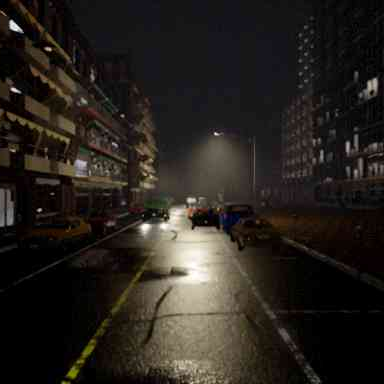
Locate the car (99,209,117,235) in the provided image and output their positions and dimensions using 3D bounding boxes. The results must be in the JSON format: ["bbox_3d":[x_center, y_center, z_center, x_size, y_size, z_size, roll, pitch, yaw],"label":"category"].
[{"bbox_3d":[-5.716,1.751,20.068,1.887,1.381,4.507,0,-1,0],"label":"car"}]

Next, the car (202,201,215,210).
[{"bbox_3d":[2.628,2.150,53.234,1.802,1.307,4.206,0,-1,0],"label":"car"}]

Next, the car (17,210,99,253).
[{"bbox_3d":[-5.710,1.673,14.373,1.752,1.417,4.829,0,-1,0],"label":"car"}]

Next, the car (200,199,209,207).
[{"bbox_3d":[2.611,2.285,69.983,1.752,1.417,4.829,0,-1,0],"label":"car"}]

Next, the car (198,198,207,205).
[{"bbox_3d":[2.599,2.328,80.867,1.967,1.590,4.097,0,-1,0],"label":"car"}]

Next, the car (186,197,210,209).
[{"bbox_3d":[0.726,1.697,33.087,2.097,1.767,4.553,0,-1,3],"label":"car"}]

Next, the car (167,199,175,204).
[{"bbox_3d":[-5.792,2.604,91.909,1.802,1.307,4.206,0,-1,0],"label":"car"}]

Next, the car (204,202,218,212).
[{"bbox_3d":[2.634,2.088,47.709,1.802,1.307,4.206,0,-1,0],"label":"car"}]

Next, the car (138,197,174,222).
[{"bbox_3d":[-3.131,1.534,30.136,2.150,2.045,5.566,0,-1,0],"label":"car"}]

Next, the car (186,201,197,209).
[{"bbox_3d":[-0.060,2.217,57.462,1.895,1.301,4.718,0,-1,0],"label":"car"}]

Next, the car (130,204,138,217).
[{"bbox_3d":[-5.734,1.930,36.648,1.887,1.381,4.507,0,-1,0],"label":"car"}]

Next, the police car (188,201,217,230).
[{"bbox_3d":[0.875,1.664,23.184,1.930,1.638,5.238,0,-1,0],"label":"police car"}]

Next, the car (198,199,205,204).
[{"bbox_3d":[2.588,2.549,92.088,1.752,1.417,4.829,0,-1,0],"label":"car"}]

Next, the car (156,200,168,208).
[{"bbox_3d":[-5.763,2.245,64.279,2.008,1.369,4.403,0,-1,0],"label":"car"}]

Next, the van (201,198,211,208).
[{"bbox_3d":[2.616,2.034,64.290,1.690,1.788,3.998,0,-1,0],"label":"van"}]

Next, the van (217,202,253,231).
[{"bbox_3d":[2.663,1.547,20.078,1.690,1.788,3.998,0,-1,0],"label":"van"}]

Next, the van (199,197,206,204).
[{"bbox_3d":[2.592,2.295,86.396,1.690,1.788,3.998,0,-1,0],"label":"van"}]

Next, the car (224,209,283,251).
[{"bbox_3d":[2.669,1.675,14.721,1.752,1.417,4.829,0,-1,0],"label":"car"}]

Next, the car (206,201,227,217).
[{"bbox_3d":[2.645,1.824,36.657,1.967,1.590,4.097,0,-1,0],"label":"car"}]

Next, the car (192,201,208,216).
[{"bbox_3d":[0.845,1.869,39.265,1.801,1.575,5.366,0,-1,0],"label":"car"}]

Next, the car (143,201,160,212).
[{"bbox_3d":[-5.746,2.031,47.531,1.752,1.417,4.829,0,-1,0],"label":"car"}]

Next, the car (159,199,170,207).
[{"bbox_3d":[-5.769,2.198,69.805,1.967,1.590,4.097,0,-1,0],"label":"car"}]

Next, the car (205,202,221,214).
[{"bbox_3d":[2.640,1.972,42.352,1.752,1.417,4.829,0,-1,0],"label":"car"}]

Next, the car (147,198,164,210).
[{"bbox_3d":[-5.753,1.884,53.229,2.192,1.841,5.009,0,-1,0],"label":"car"}]

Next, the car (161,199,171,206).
[{"bbox_3d":[-5.774,2.389,75.331,1.947,1.339,4.313,0,-1,0],"label":"car"}]

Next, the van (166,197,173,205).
[{"bbox_3d":[-5.788,2.296,86.387,1.690,1.788,3.998,0,-1,0],"label":"van"}]
